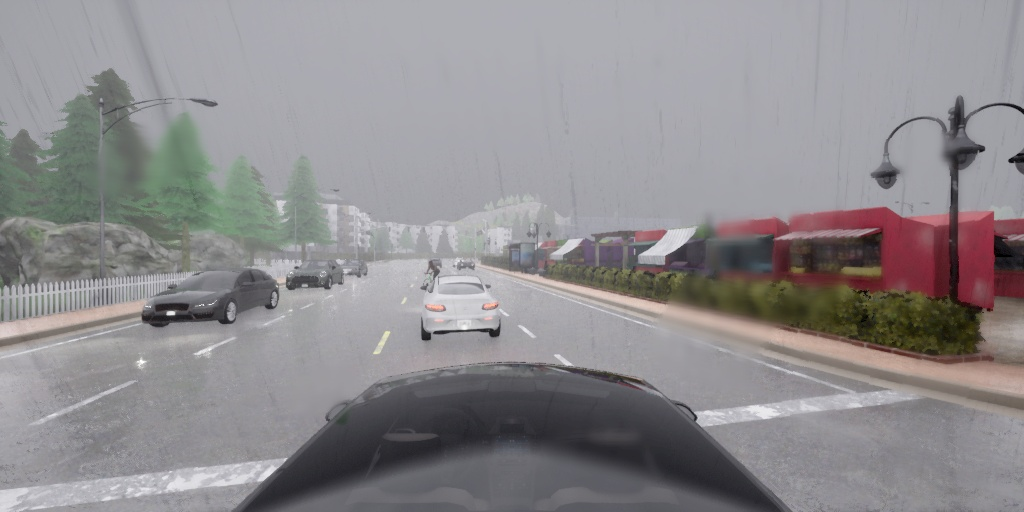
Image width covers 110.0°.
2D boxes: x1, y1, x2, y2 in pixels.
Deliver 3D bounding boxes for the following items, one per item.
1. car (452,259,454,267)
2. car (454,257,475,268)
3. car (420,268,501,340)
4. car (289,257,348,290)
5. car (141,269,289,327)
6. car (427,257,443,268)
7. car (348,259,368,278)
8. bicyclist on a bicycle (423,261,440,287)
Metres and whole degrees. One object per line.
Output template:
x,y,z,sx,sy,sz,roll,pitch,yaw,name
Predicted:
-7.706,0.905,52.624,1.812,1.442,4.674,0,0,-13,car
-5.677,1.047,43.744,1.895,1.301,4.718,0,0,-13,car
-1.487,1.225,9.761,1.812,1.442,4.674,0,0,-12,car
-11.417,0.965,21.062,2.097,1.767,4.553,0,0,-13,car
-9.201,1.190,11.465,1.837,1.490,4.892,0,0,-13,car
-10.919,0.897,50.798,1.837,1.490,4.892,0,0,-13,car
-13.627,1.033,30.681,2.128,1.511,4.902,0,0,-13,car
-4.333,1.078,19.607,0.582,1.620,1.656,0,1,25,bicyclist on a bicycle
